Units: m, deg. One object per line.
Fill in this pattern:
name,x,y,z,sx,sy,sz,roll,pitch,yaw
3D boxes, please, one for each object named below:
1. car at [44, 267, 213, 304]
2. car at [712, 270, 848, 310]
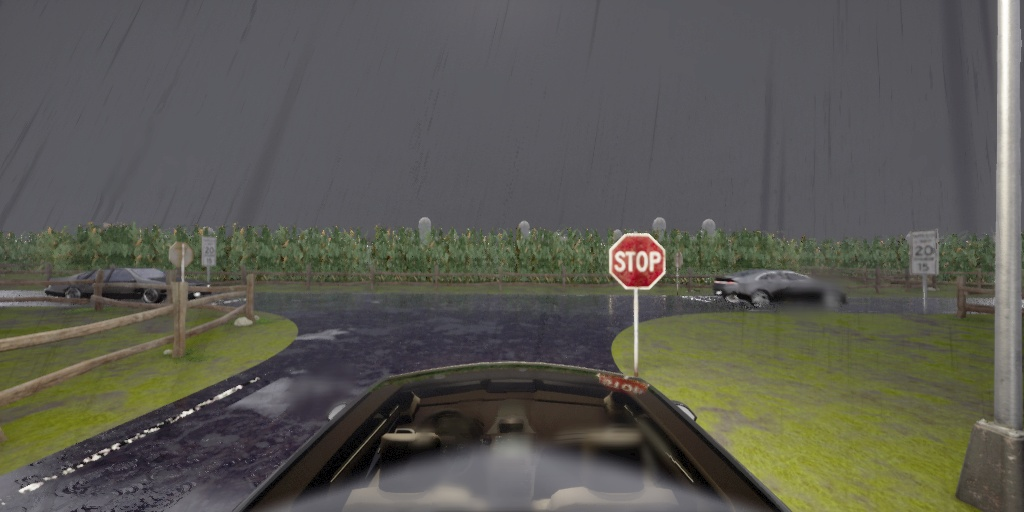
car,-15.494,1.164,14.646,5.357,1.411,2.033,0,-1,0
car,10.815,1.304,14.597,4.902,1.511,2.128,1,-1,-2
